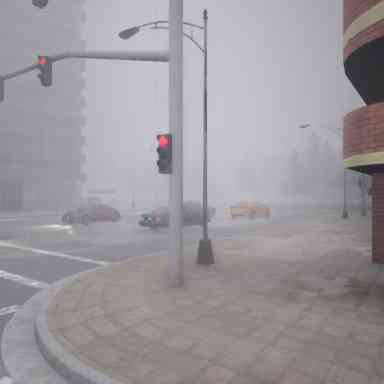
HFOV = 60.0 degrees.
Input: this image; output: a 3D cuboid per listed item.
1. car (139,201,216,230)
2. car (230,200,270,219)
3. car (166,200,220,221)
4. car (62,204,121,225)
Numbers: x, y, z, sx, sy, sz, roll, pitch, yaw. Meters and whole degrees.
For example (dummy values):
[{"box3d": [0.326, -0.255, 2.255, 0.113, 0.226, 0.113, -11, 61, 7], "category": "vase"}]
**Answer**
[{"box3d": [-0.886, 1.547, 20.605, 2.033, 1.411, 5.357, 0, 0, 36], "category": "car"}, {"box3d": [5.130, 1.478, 28.961, 1.882, 1.535, 5.008, 0, 0, 36], "category": "car"}, {"box3d": [0.183, 1.489, 28.080, 2.128, 1.511, 4.902, 0, 0, 36], "category": "car"}, {"box3d": [-7.213, 1.564, 24.111, 1.994, 1.385, 4.181, 0, 0, 36], "category": "car"}]
